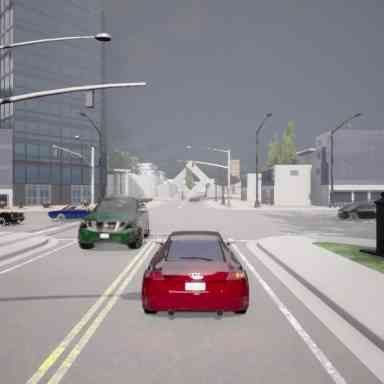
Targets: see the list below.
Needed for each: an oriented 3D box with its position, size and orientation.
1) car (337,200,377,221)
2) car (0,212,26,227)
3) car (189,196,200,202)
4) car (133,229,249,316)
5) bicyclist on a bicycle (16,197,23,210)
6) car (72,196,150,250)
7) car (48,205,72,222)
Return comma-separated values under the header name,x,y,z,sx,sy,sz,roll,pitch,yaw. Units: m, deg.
name,x,y,z,sx,sy,sz,roll,pitch,yaw
car,13.754,1.551,26.313,4.181,1.385,1.994,0,0,0
car,-13.964,1.682,22.591,4.718,1.301,1.895,-1,0,0
car,0.688,1.595,76.964,1.895,1.301,4.718,0,0,12
car,0.070,1.564,7.623,1.994,1.385,4.181,0,0,0
bicyclist on a bicycle,-22.002,1.466,42.502,0.582,1.620,1.656,-1,0,0
car,-3.149,1.225,14.693,2.150,2.045,5.566,1,0,-1
car,-8.594,1.645,26.133,4.718,1.301,1.895,0,0,0
